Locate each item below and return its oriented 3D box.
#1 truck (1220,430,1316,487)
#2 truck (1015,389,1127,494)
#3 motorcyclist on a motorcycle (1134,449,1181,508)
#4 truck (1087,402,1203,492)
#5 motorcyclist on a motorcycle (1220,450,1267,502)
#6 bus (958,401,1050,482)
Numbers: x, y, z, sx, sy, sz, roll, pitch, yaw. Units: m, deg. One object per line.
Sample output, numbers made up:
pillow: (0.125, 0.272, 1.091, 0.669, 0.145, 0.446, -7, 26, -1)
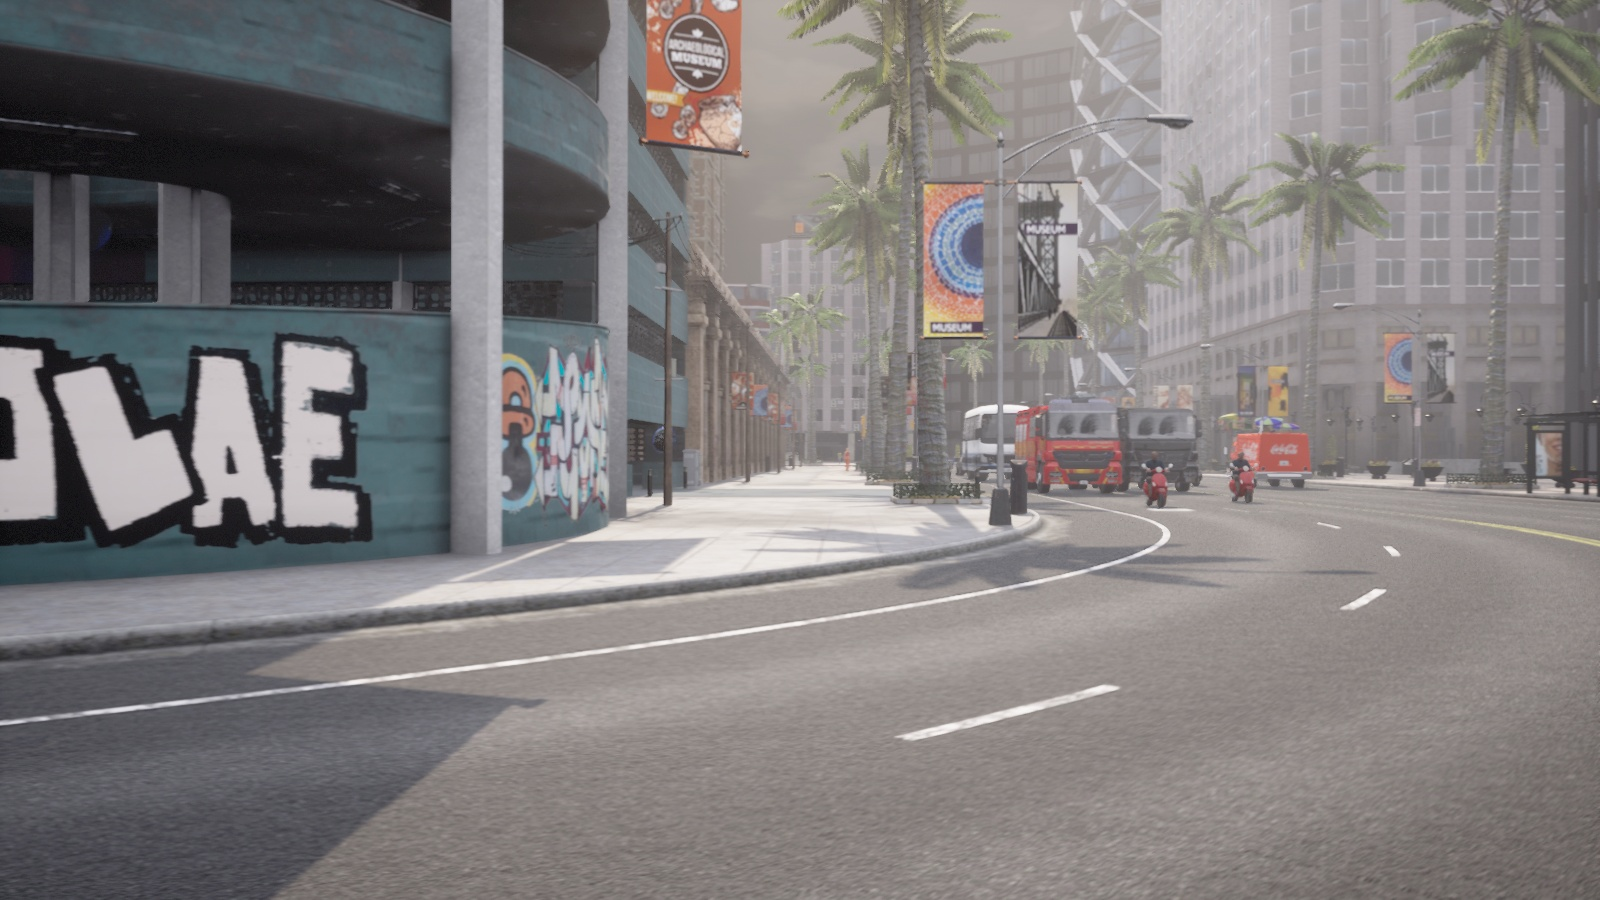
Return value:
truck: (21.389, 0.386, 57.636, 2.627, 2.467, 5.204, 0, 0, 2)
truck: (10.589, -0.288, 49.935, 2.891, 3.827, 8.468, 0, 0, 2)
motorcyclist on a motorcycle: (10.039, 0.785, 35.364, 0.866, 1.590, 1.817, 0, 0, 2)
truck: (14.181, -0.107, 52.290, 2.891, 3.462, 7.936, 0, 0, 2)
motorcyclist on a motorcycle: (13.671, 0.786, 38.732, 0.866, 1.590, 1.817, 0, 0, 2)
bus: (11.395, -0.434, 71.316, 3.944, 4.253, 10.273, 0, 0, 2)
